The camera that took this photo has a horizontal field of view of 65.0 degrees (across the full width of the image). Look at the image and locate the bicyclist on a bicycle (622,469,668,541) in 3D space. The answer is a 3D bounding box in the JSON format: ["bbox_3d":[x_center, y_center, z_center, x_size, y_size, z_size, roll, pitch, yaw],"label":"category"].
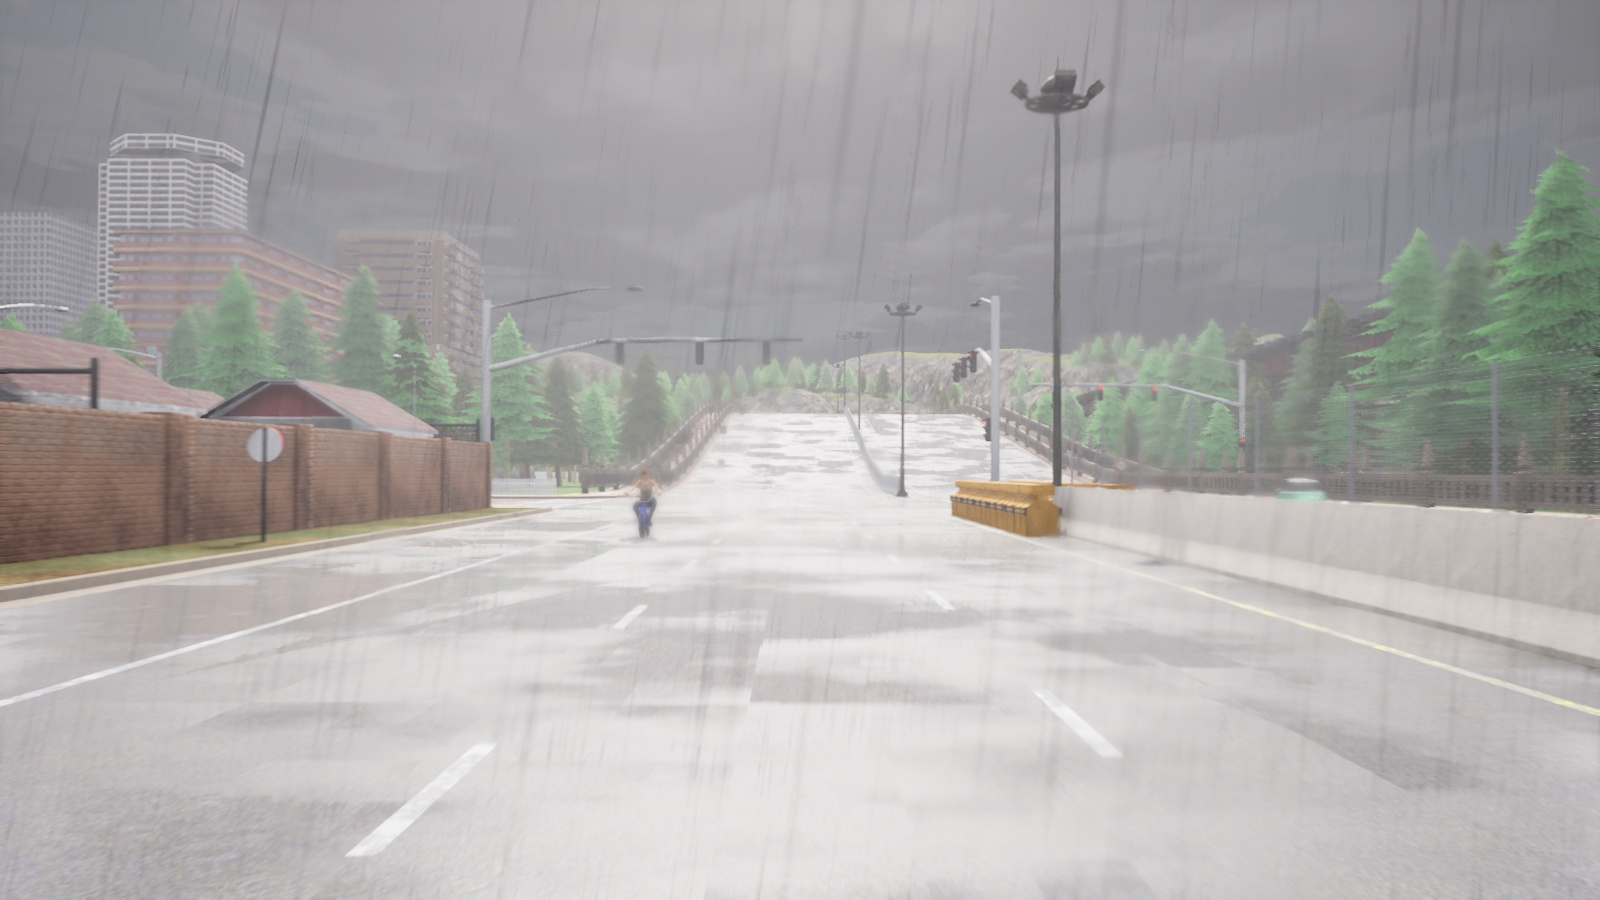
[{"bbox_3d":[-3.573,1.249,29.052,0.866,1.612,1.509,0,-1,0],"label":"bicyclist on a bicycle"}]

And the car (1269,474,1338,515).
[{"bbox_3d":[17.385,1.521,43.396,1.481,1.376,2.207,0,-1,0],"label":"car"}]
